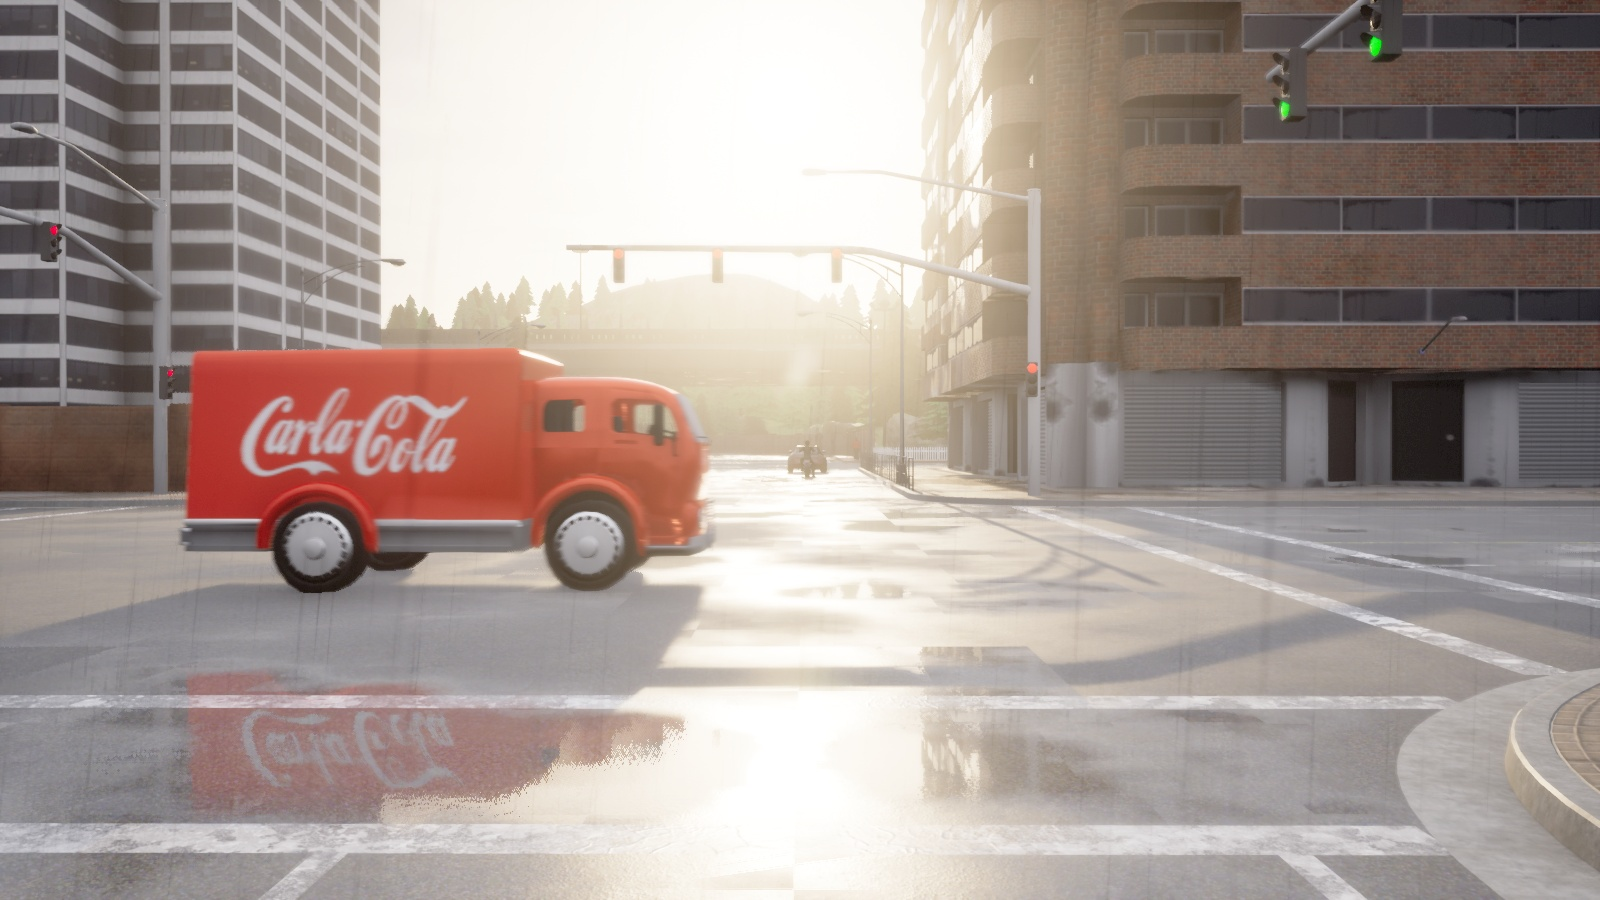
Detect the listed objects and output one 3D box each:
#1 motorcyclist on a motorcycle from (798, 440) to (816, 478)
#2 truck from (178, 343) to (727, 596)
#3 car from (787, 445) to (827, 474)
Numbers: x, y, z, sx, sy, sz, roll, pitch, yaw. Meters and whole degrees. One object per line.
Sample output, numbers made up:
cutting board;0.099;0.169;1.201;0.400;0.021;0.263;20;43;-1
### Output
motorcyclist on a motorcycle;0.320;0.386;55.093;0.766;1.649;2.350;0;0;1
truck;-3.478;0.180;13.602;5.204;2.467;2.627;0;0;1
car;0.367;0.450;63.841;1.994;1.385;4.181;0;0;0
